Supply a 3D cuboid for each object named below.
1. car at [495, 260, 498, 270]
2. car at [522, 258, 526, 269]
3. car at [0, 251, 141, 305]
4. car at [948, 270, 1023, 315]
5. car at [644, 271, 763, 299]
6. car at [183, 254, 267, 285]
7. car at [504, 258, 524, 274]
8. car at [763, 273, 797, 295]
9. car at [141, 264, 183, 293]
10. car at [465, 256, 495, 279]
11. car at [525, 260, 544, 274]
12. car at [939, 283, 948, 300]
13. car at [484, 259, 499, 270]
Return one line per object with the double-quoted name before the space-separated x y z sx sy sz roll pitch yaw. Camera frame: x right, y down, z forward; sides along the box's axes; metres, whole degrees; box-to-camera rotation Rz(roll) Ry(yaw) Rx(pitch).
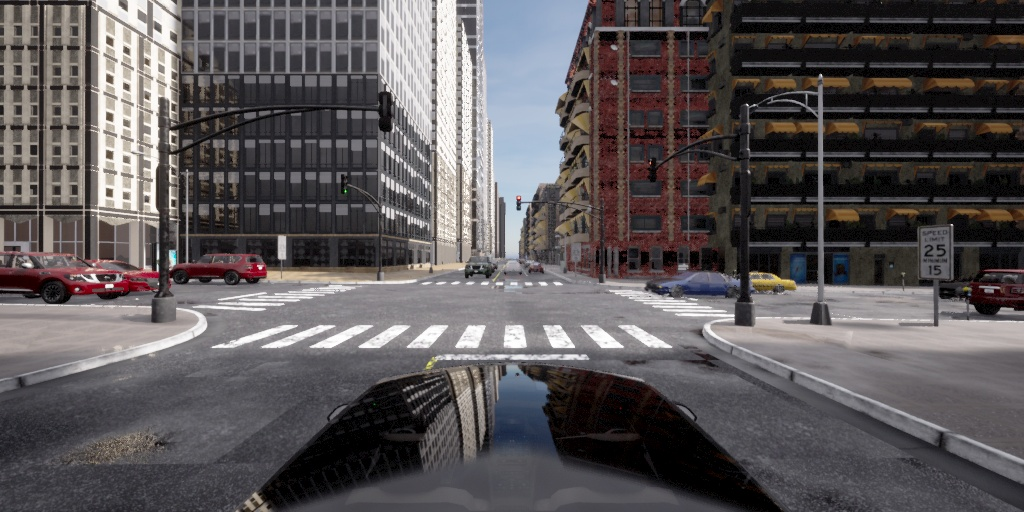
"car" -3.063 1.286 43.688 1.812 1.442 4.674 0 0 0
"car" 2.729 1.317 54.626 2.007 1.370 4.403 0 0 0
"car" -17.567 0.757 13.365 5.009 1.841 2.192 0 0 0
"car" 20.607 1.461 13.703 5.009 1.841 2.192 0 0 0
"car" 10.029 1.514 19.282 5.357 1.411 2.033 1 0 -3
"car" -17.695 0.776 21.744 5.009 1.841 2.192 0 0 0
"car" 0.114 1.284 41.181 1.812 1.442 4.674 0 0 0
"car" 14.645 1.587 22.003 4.829 1.417 1.751 0 0 0
"car" -18.151 0.916 15.951 5.008 1.535 1.882 1 0 0
"car" -3.077 0.977 33.614 2.150 2.045 5.566 0 0 0
"car" 2.770 1.341 41.709 1.802 1.307 4.207 0 0 0
"car" 26.038 1.763 19.502 4.892 1.490 1.837 1 0 0
"car" -3.051 1.244 53.961 1.882 1.535 5.008 0 0 0
